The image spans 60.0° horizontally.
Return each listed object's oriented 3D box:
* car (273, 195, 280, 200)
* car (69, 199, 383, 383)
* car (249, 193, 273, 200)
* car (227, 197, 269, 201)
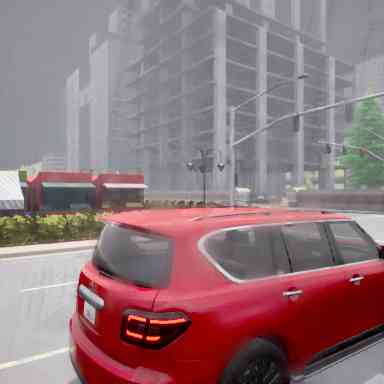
[{"bbox_3d":[14.066,1.114,59.881,1.905,1.878,3.866,0,0,-36],"label":"car"},{"bbox_3d":[1.232,1.221,4.664,5.566,2.045,2.150,0,0,-35],"label":"car"},{"bbox_3d":[11.674,1.114,58.169,1.905,1.878,3.866,0,0,-36],"label":"car"},{"bbox_3d":[3.876,1.422,28.558,1.882,1.535,5.008,0,0,-36],"label":"car"}]
